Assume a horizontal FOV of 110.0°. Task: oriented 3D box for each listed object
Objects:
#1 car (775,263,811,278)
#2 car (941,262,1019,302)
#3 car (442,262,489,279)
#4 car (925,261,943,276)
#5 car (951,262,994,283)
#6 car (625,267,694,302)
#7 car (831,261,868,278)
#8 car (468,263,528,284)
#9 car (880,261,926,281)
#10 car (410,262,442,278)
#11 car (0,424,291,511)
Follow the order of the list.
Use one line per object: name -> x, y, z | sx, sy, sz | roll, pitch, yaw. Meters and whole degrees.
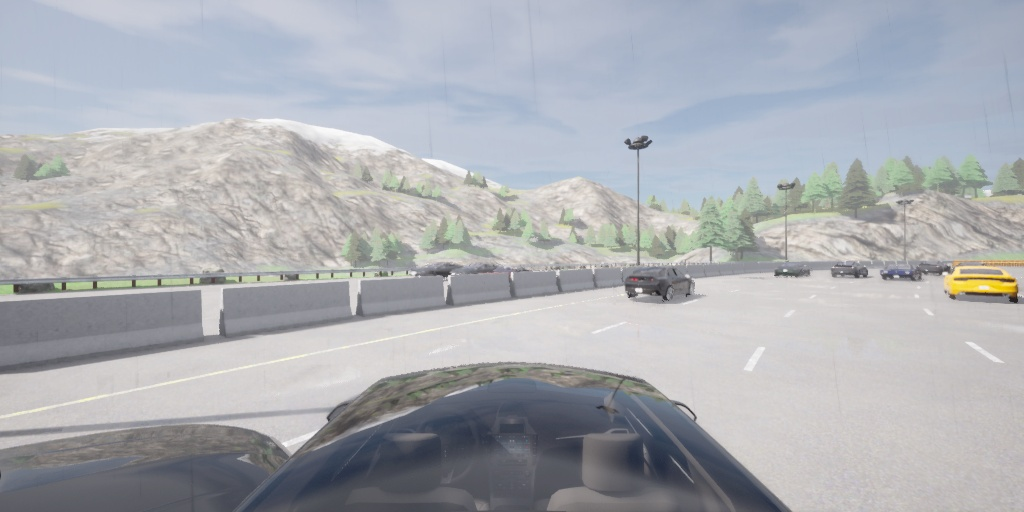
car -> 27.013, 1.313, 34.466 | 4.181, 1.385, 1.994 | 0, 0, -36
car -> 22.192, 1.227, 17.100 | 5.008, 1.535, 1.882 | 0, 0, -42
car -> -2.541, 1.241, 27.524 | 2.128, 1.511, 4.902 | 0, 0, 45
car -> 43.310, 1.241, 36.831 | 4.902, 1.511, 2.128 | 0, 0, -31
car -> 36.339, 1.253, 28.243 | 4.892, 1.490, 1.837 | 0, 0, -35
car -> 7.154, 1.252, 17.206 | 1.837, 1.490, 4.892 | 0, -1, 44
car -> 31.372, 1.241, 33.307 | 4.902, 1.511, 2.128 | 0, 0, -35
car -> -0.403, 1.351, 24.745 | 1.895, 1.301, 4.718 | 0, 0, 44
car -> 32.306, 1.351, 29.698 | 4.718, 1.301, 1.895 | 0, 0, -35
car -> -5.848, 1.241, 29.148 | 2.128, 1.511, 4.902 | 0, 0, 44
car -> -2.981, 1.255, 0.495 | 4.892, 1.490, 1.837 | 0, 0, -45
